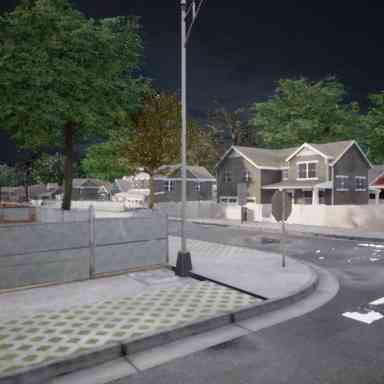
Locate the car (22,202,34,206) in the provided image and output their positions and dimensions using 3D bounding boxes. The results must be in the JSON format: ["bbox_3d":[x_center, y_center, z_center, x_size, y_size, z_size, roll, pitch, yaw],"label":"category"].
[{"bbox_3d":[-30.381,2.593,61.205,2.033,1.411,5.357,0,-1,-36],"label":"car"}]

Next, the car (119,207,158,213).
[{"bbox_3d":[-3.745,1.859,24.638,1.882,1.535,5.008,0,-1,-36],"label":"car"}]
